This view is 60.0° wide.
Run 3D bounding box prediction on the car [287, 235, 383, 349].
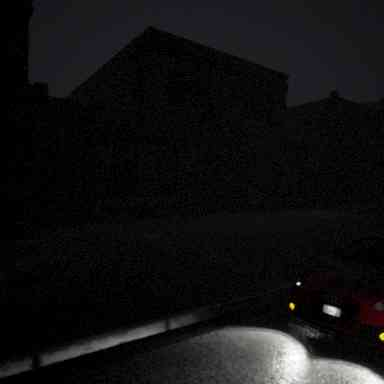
[{"bbox_3d":[3.645,1.522,5.976,4.181,1.385,1.994,0,0,-35],"label":"car"}]
